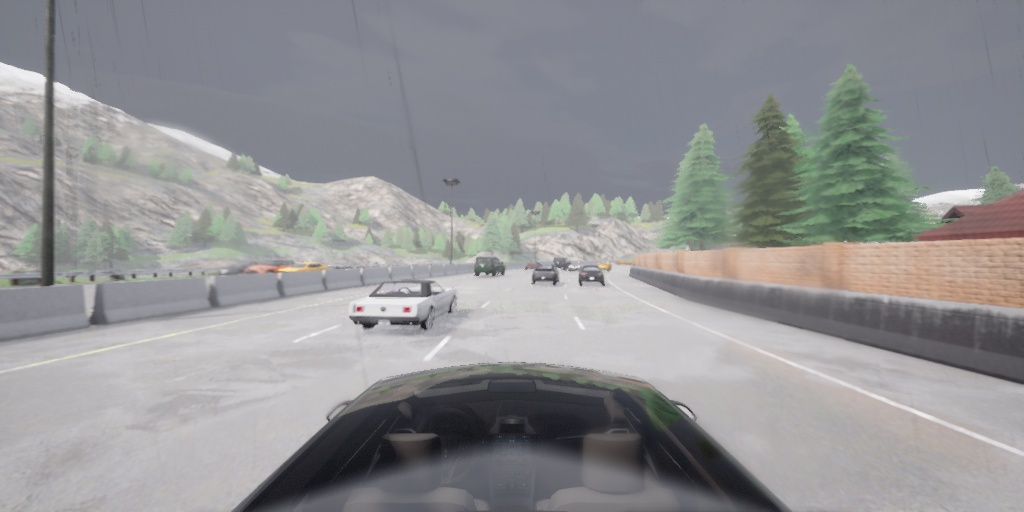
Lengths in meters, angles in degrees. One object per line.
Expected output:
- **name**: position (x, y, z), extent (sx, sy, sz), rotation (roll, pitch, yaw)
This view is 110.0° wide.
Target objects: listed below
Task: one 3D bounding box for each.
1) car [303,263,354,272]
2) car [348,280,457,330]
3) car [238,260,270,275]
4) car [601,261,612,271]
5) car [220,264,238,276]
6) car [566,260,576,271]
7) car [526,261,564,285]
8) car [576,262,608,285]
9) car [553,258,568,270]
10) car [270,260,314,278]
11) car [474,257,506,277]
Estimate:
- **car**: position (-14.928, 1.418, 30.395), extent (1.895, 1.301, 4.718), rotation (0, 0, 10)
- **car**: position (-3.054, 1.382, 11.214), extent (1.895, 1.301, 4.718), rotation (0, 0, 4)
- **car**: position (-21.617, 1.147, 32.490), extent (2.097, 1.767, 4.553), rotation (0, 0, 11)
- **car**: position (14.423, 1.558, 55.876), extent (1.882, 1.535, 5.008), rotation (0, -1, 22)
- **car**: position (-24.902, 1.278, 34.015), extent (2.128, 1.511, 4.902), rotation (0, 0, 11)
- **car**: position (9.901, 1.651, 54.195), extent (1.895, 1.301, 4.718), rotation (0, 0, 21)
- **car**: position (2.705, 1.381, 27.994), extent (2.128, 1.511, 4.902), rotation (0, 0, 11)
- **car**: position (6.071, 1.430, 27.619), extent (1.812, 1.442, 4.674), rotation (0, 0, 11)
- **car**: position (8.332, 1.288, 59.569), extent (2.150, 2.045, 5.566), rotation (0, -1, 23)
- **car**: position (-18.227, 1.285, 31.623), extent (1.882, 1.535, 5.008), rotation (0, -1, 11)
- **car**: position (-2.312, 1.136, 38.562), extent (2.150, 2.045, 5.566), rotation (0, -1, 14)
